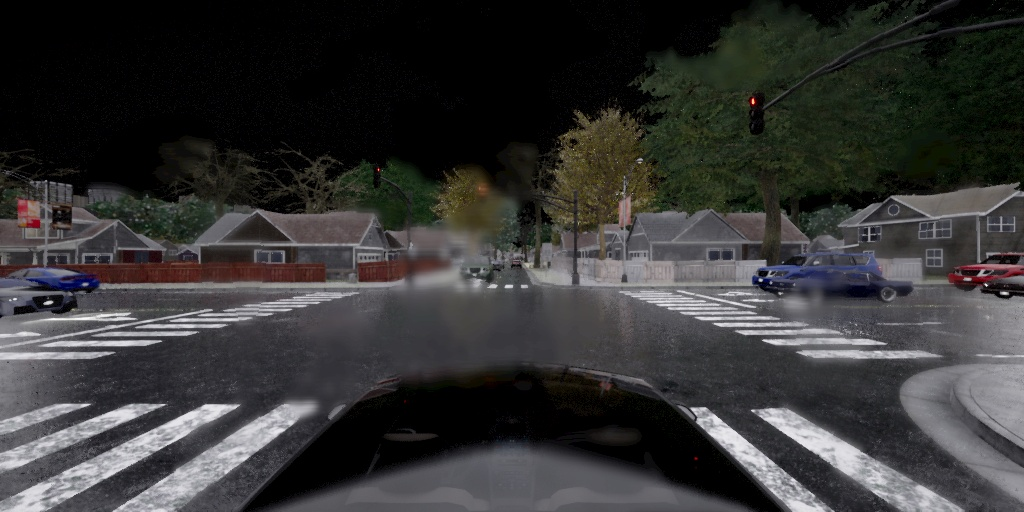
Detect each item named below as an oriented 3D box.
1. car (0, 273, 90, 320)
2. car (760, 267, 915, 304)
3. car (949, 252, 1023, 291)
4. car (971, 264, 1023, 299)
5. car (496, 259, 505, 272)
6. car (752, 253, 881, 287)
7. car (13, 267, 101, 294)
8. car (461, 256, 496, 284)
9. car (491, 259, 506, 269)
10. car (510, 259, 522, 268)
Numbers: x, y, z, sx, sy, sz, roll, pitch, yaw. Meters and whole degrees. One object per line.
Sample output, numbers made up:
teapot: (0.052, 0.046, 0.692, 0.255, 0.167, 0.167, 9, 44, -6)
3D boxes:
car: (-17.591, 1.410, 12.124, 4.181, 1.385, 1.994, 0, 0, 1)
car: (13.555, 1.260, 15.060, 4.718, 1.301, 1.895, 0, 0, 1)
car: (25.851, 0.811, 18.107, 5.566, 2.045, 2.150, 0, 0, 1)
car: (23.205, 1.153, 14.903, 5.357, 1.411, 2.033, 0, 0, 1)
car: (-2.353, 1.324, 46.747, 2.033, 1.411, 5.357, 0, 0, 1)
car: (15.485, 0.868, 18.291, 5.566, 2.045, 2.150, 0, 0, 1)
car: (-24.882, 1.365, 18.913, 5.008, 1.535, 1.882, 0, 0, 1)
car: (-2.576, 0.981, 27.629, 2.150, 2.045, 5.566, 0, 0, -1)
car: (-2.194, 1.282, 59.241, 2.128, 1.511, 4.902, 0, 0, 1)
car: (0.741, 1.299, 61.404, 1.837, 1.490, 4.892, 0, 0, 1)
